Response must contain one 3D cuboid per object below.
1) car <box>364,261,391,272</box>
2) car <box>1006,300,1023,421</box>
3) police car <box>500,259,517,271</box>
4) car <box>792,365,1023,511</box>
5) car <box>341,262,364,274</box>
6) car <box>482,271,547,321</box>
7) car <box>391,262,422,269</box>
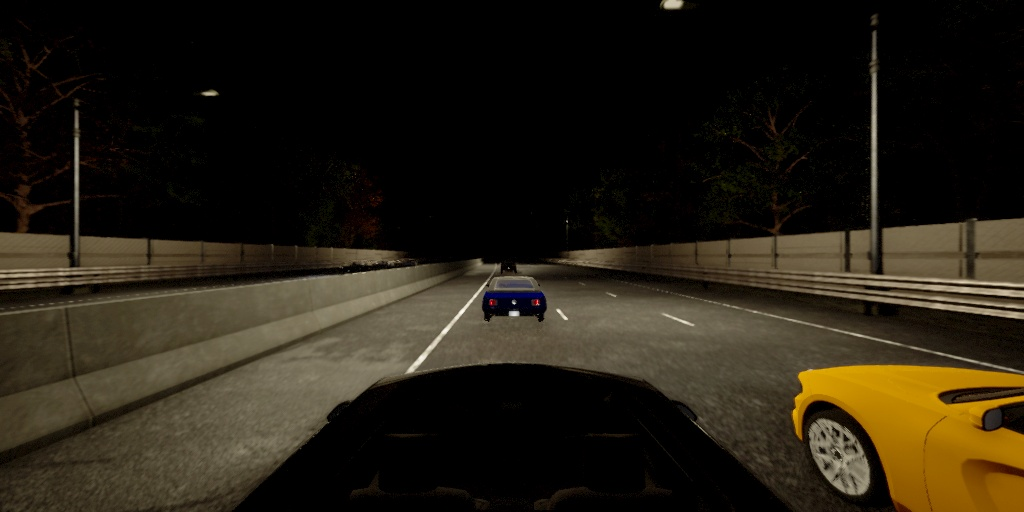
[{"bbox_3d":[-14.554,1.310,40.800,2.033,1.411,5.357,0,0,-1],"label":"car"},{"bbox_3d":[7.092,1.274,2.151,1.812,1.442,4.674,0,0,0],"label":"car"},{"bbox_3d":[-0.443,1.191,44.156,1.930,1.638,5.238,0,0,-1],"label":"police car"},{"bbox_3d":[3.593,1.227,1.338,1.882,1.535,5.008,0,0,0],"label":"car"},{"bbox_3d":[-18.078,1.363,41.820,1.895,1.301,4.718,0,0,-1],"label":"car"},{"bbox_3d":[0.054,1.355,12.422,1.895,1.301,4.718,0,0,0],"label":"car"},{"bbox_3d":[-11.013,1.310,38.822,2.033,1.411,5.357,0,0,-1],"label":"car"}]
